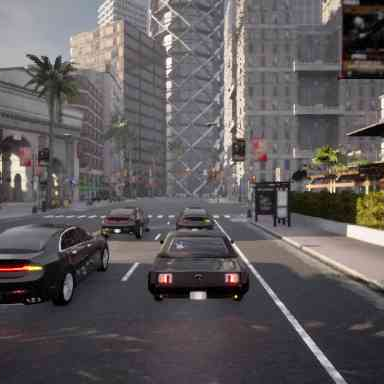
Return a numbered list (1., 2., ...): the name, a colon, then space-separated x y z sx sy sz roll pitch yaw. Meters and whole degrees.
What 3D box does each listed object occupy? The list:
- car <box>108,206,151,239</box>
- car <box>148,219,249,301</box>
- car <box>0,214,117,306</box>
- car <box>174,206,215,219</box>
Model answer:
1. car: -3.362 1.505 17.433 1.837 1.490 4.892 0 0 0
2. car: 0.122 1.601 8.285 1.895 1.301 4.718 0 0 0
3. car: -3.370 1.505 8.027 1.837 1.490 4.892 0 0 0
4. car: 0.137 1.505 17.548 1.837 1.490 4.892 0 0 0
